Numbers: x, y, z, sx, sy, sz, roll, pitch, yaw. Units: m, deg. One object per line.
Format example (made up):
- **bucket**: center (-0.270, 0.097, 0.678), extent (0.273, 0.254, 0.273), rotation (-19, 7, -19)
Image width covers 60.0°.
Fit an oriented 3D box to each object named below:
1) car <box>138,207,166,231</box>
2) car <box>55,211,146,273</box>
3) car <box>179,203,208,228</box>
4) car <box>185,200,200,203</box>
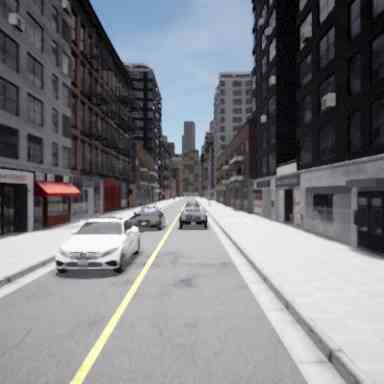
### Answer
- **car**: center (-2.780, 1.669, 21.385), extent (1.994, 1.385, 4.181), rotation (0, 0, 1)
- **car**: center (-2.846, 1.578, 11.020), extent (1.812, 1.442, 4.674), rotation (0, 0, 0)
- **car**: center (0.093, 1.714, 23.267), extent (1.895, 1.301, 4.718), rotation (0, 0, 0)
- **car**: center (0.084, 1.789, 43.665), extent (1.994, 1.385, 4.181), rotation (0, 0, 0)
